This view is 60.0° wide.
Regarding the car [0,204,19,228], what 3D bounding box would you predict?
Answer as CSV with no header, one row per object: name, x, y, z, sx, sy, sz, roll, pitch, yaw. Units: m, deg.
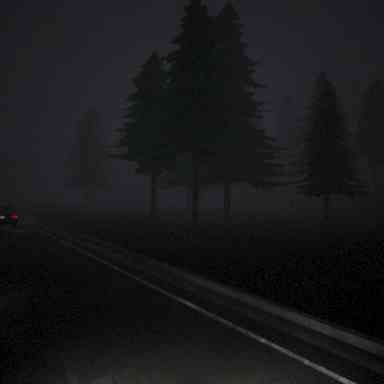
car,-12.178,1.481,21.007,2.033,1.411,5.357,0,0,-34
